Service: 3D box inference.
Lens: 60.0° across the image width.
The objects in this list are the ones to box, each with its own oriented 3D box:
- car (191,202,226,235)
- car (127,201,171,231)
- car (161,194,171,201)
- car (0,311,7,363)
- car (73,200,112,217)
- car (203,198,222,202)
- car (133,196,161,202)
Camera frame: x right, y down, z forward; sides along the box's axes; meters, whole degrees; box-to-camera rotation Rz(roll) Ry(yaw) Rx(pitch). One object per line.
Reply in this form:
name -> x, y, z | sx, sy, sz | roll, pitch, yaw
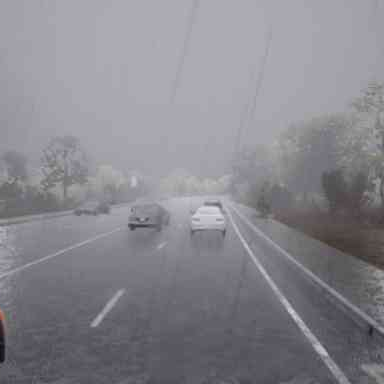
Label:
car -> 0.932, 1.505, 18.567 | 1.812, 1.442, 4.674 | 0, 0, 4
car -> -2.475, 1.516, 20.259 | 2.033, 1.411, 5.357 | 0, 0, 4
car -> -5.726, 1.154, 71.485 | 2.097, 1.767, 4.553 | 0, 0, 4
car -> -3.291, 1.342, 2.145 | 2.097, 1.767, 4.553 | 0, 0, 1
car -> -8.941, 1.484, 30.507 | 2.033, 1.411, 5.357 | 0, 0, 4
car -> 2.239, 1.437, 36.419 | 1.882, 1.535, 5.008 | 0, 0, 4
car -> -5.056, 1.293, 35.375 | 2.097, 1.767, 4.553 | 0, 0, 4
